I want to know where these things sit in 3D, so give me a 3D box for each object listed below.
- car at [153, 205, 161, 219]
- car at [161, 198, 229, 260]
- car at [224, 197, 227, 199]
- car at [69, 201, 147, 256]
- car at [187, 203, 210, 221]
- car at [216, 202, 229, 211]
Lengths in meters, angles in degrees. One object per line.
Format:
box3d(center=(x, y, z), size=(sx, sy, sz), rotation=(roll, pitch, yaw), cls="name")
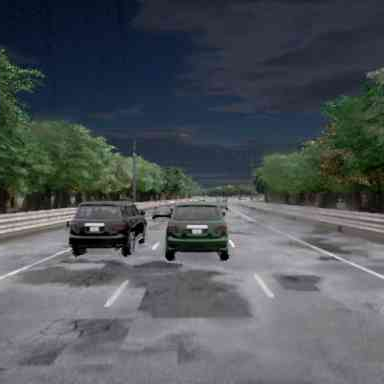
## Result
box3d(center=(-2.798, 2.011, 33.850), size=(1.994, 1.385, 4.181), rotation=(0, -1, 2), cls="car")
box3d(center=(0.199, 1.382, 13.295), size=(2.150, 2.045, 5.566), rotation=(0, -1, 1), cls="car")
box3d(center=(7.047, 2.590, 83.205), size=(2.097, 1.767, 4.553), rotation=(0, -1, 5), cls="car")
box3d(center=(-3.290, 1.388, 14.028), size=(2.150, 2.045, 5.566), rotation=(0, -1, 1), cls="car")
box3d(center=(0.690, 1.937, 33.434), size=(2.128, 1.511, 4.902), rotation=(0, -1, 2), cls="car")
box3d(center=(5.206, 2.388, 57.481), size=(2.033, 1.411, 5.357), rotation=(0, -1, 3), cls="car")
